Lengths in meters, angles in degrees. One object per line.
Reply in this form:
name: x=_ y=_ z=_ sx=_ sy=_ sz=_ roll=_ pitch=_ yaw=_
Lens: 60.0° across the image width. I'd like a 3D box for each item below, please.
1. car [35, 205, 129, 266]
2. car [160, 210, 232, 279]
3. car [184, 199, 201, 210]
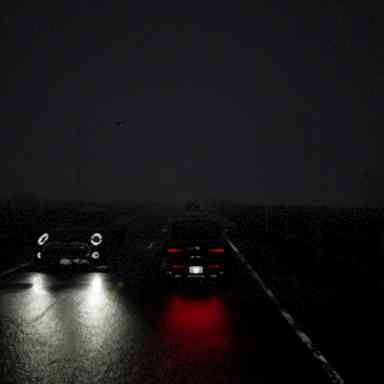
car: x=-3.607 y=1.396 z=11.698 sx=2.097 sy=1.767 sz=4.553 roll=0 pitch=0 yaw=0
car: x=0.093 y=1.545 z=10.155 sx=1.837 sy=1.490 sz=4.892 roll=0 pitch=0 yaw=0
car: x=0.065 y=1.654 z=42.747 sx=2.128 sy=1.511 sz=4.902 roll=0 pitch=0 yaw=0
